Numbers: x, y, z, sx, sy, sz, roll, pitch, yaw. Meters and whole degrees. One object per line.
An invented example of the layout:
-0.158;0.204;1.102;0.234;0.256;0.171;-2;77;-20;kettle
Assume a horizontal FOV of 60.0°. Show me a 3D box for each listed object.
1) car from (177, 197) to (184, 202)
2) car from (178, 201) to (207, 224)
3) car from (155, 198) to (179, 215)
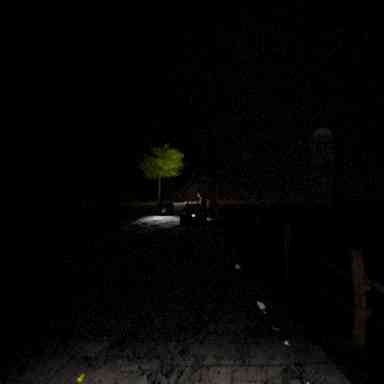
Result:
-2.756;1.929;76.562;1.882;1.535;5.008;0;-1;0;car
0.099;1.657;25.633;1.994;1.385;4.181;0;0;0;car
-2.848;1.667;35.820;2.128;1.511;4.902;0;0;0;car
